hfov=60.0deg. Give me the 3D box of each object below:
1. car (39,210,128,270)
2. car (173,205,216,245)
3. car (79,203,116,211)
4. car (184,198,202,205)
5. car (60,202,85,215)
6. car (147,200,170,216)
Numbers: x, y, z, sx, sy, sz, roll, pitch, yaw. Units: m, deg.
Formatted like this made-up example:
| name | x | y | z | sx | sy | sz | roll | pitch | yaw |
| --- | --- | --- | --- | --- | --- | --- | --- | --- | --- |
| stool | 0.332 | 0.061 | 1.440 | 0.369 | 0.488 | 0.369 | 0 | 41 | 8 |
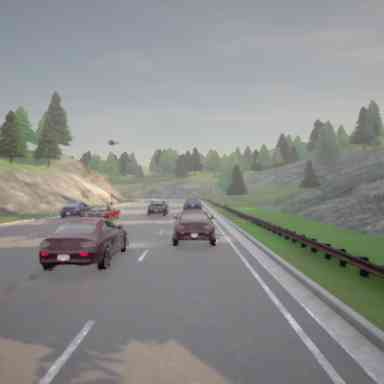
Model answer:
| name | x | y | z | sx | sy | sz | roll | pitch | yaw |
| --- | --- | --- | --- | --- | --- | --- | --- | --- | --- |
| car | -3.395 | 1.564 | 11.073 | 1.812 | 1.442 | 4.674 | 0 | 0 | 0 |
| car | 0.100 | 1.575 | 15.743 | 1.812 | 1.442 | 4.674 | 0 | 0 | 0 |
| car | -6.908 | 1.688 | 25.893 | 1.895 | 1.301 | 4.718 | 0 | 0 | 0 |
| car | 0.094 | 1.470 | 38.303 | 2.097 | 1.767 | 4.553 | 0 | 0 | 0 |
| car | -10.402 | 1.630 | 30.252 | 1.812 | 1.442 | 4.674 | 0 | 0 | 0 |
| car | -3.406 | 1.601 | 34.108 | 2.128 | 1.511 | 4.902 | 0 | 0 | 0 |
